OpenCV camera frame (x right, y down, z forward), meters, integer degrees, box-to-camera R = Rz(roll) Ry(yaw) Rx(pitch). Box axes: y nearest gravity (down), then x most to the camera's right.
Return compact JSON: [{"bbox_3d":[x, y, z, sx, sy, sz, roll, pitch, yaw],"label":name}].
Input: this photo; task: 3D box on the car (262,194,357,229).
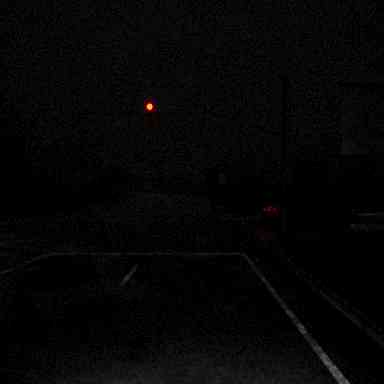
[{"bbox_3d":[7.126,1.159,20.511,5.566,2.045,2.150,0,0,-3],"label":"car"}]
